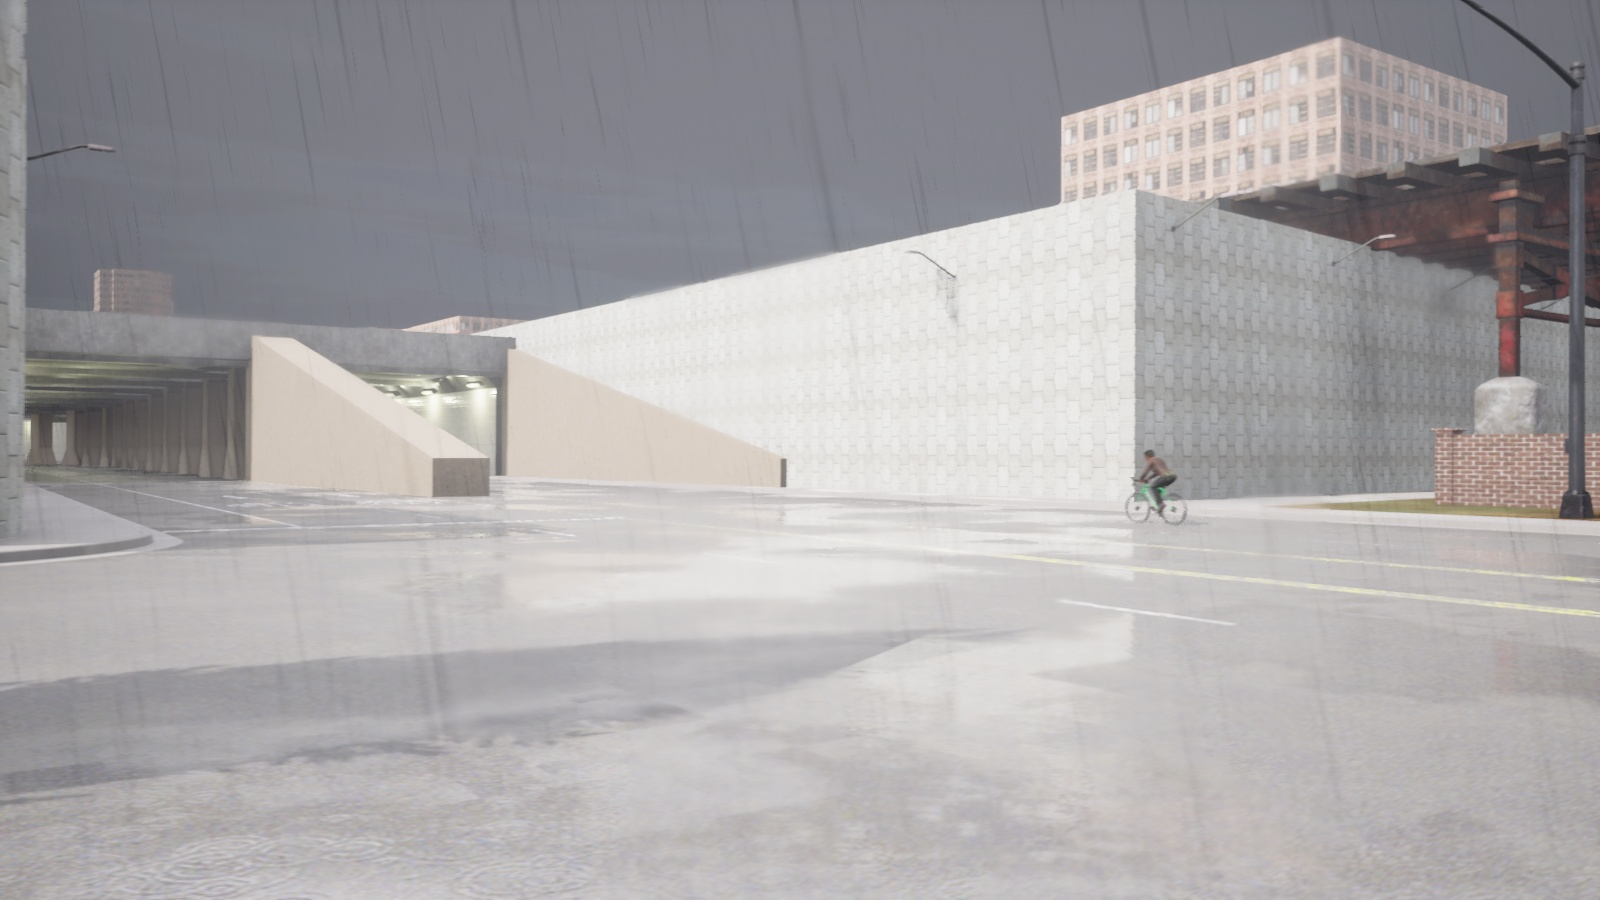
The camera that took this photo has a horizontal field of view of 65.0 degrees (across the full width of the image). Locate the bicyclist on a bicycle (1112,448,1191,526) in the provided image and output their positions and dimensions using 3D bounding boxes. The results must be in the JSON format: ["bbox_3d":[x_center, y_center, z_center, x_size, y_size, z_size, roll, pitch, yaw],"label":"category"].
[{"bbox_3d":[7.573,0.785,27.123,0.582,1.620,1.656,0,-1,-34],"label":"bicyclist on a bicycle"}]
